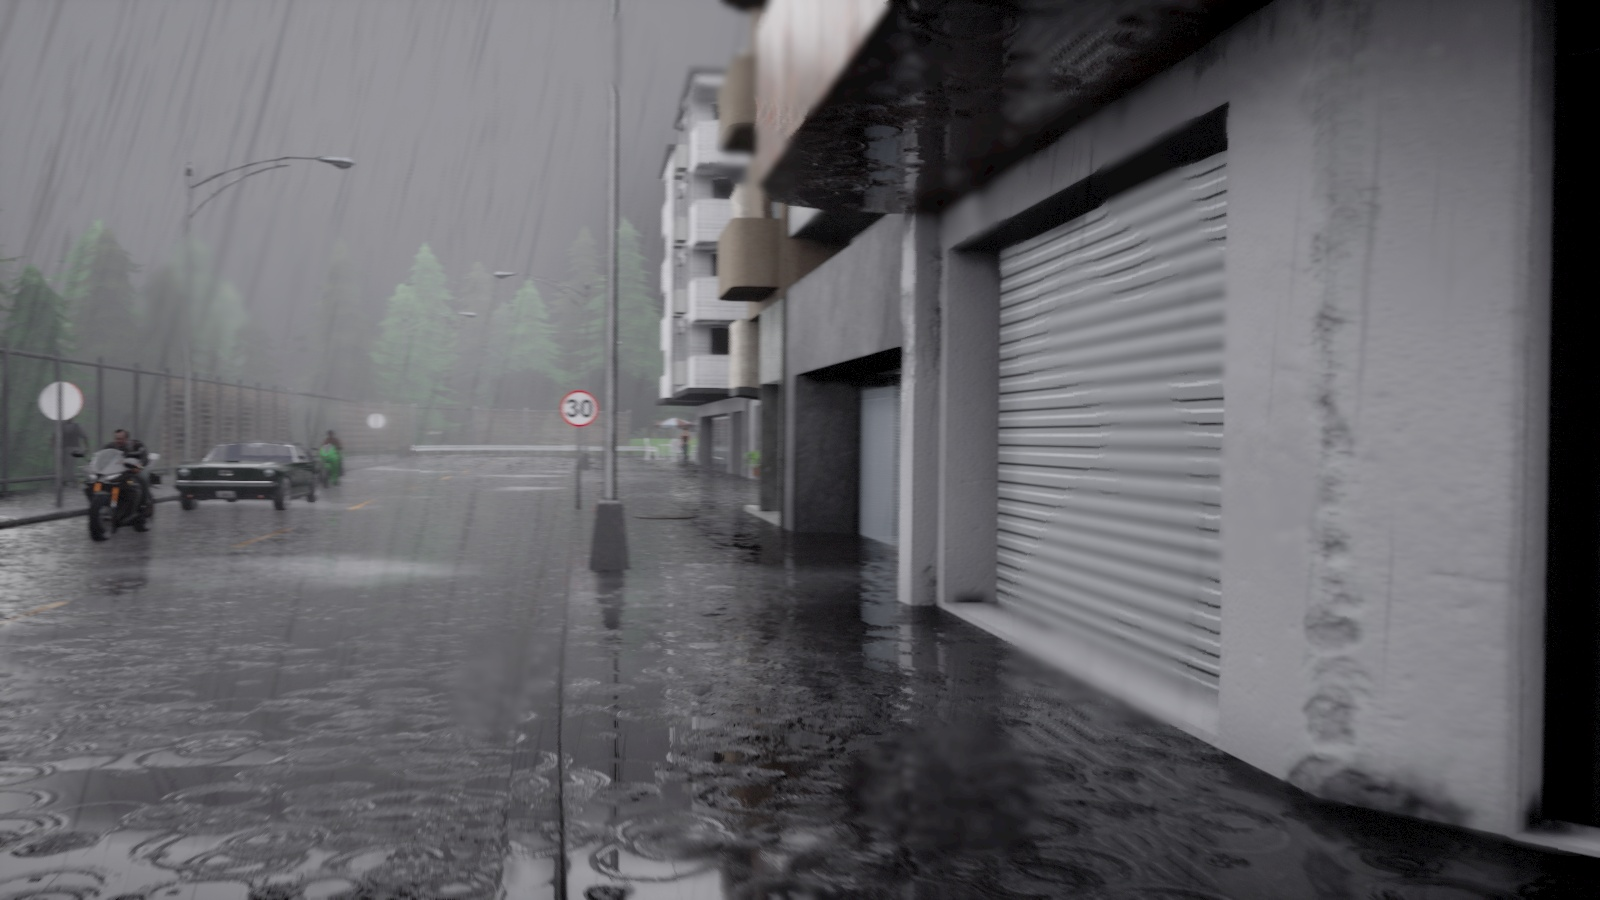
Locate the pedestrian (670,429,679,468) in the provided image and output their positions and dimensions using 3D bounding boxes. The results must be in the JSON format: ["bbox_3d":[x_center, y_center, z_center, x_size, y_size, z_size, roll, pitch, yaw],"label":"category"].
[{"bbox_3d":[-5.901,-0.071,59.095,0.345,1.836,0.594,0,1,-11],"label":"pedestrian"}]

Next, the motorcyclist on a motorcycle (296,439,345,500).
[{"bbox_3d":[-12.356,0.478,32.404,0.797,1.523,2.044,0,1,-11],"label":"motorcyclist on a motorcycle"}]

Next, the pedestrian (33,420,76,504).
[{"bbox_3d":[-16.939,0.271,28.540,0.563,1.883,0.849,0,1,-11],"label":"pedestrian"}]

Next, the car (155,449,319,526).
[{"bbox_3d":[-10.923,0.662,24.725,1.895,1.301,4.718,0,1,-11],"label":"car"}]

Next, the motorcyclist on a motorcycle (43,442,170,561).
[{"bbox_3d":[-9.537,0.659,17.378,0.866,1.530,2.191,0,1,-10],"label":"motorcyclist on a motorcycle"}]
